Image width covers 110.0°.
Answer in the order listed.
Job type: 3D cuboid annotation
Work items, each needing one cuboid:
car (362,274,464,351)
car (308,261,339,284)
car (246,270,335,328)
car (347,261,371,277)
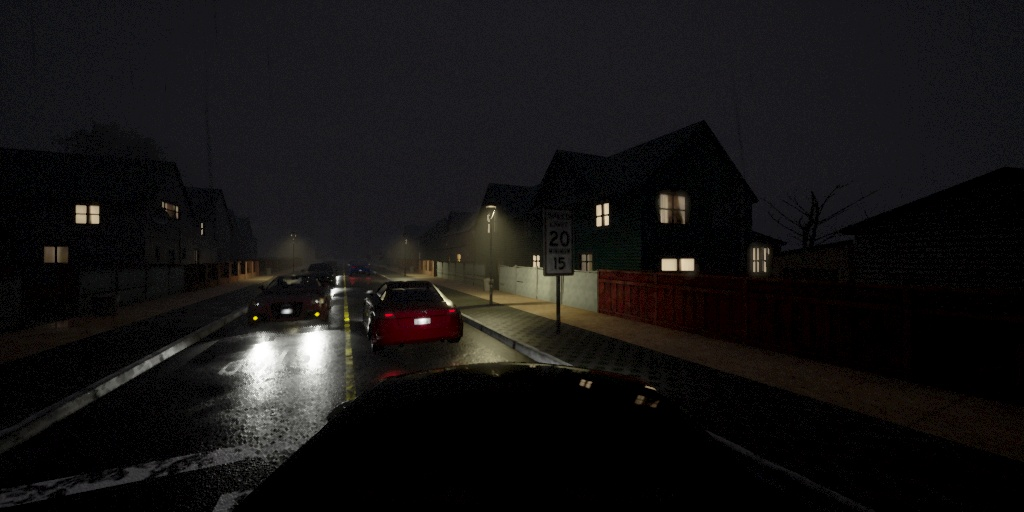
[{"bbox_3d":[-2.698,1.315,9.198,1.994,1.385,4.181,0,0,-25],"label":"car"},{"bbox_3d":[-12.987,1.261,24.362,1.837,1.490,4.892,0,0,-25],"label":"car"},{"bbox_3d":[-6.945,1.318,11.524,1.994,1.385,4.181,0,0,-25],"label":"car"},{"bbox_3d":[-15.575,1.232,36.640,1.882,1.535,5.008,0,0,-25],"label":"car"}]
